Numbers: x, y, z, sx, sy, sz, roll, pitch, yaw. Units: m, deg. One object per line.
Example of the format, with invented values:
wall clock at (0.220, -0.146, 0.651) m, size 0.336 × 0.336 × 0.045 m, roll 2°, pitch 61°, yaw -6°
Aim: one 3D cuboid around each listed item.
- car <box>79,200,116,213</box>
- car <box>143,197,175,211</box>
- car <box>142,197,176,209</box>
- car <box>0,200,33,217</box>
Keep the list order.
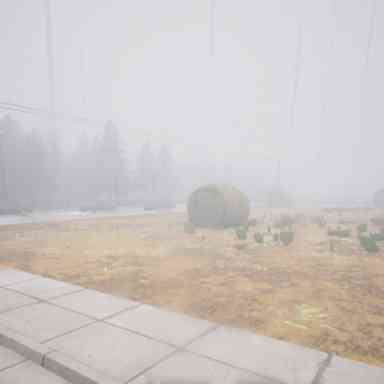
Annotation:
car at (-10.638, 1.576, 37.724) m, size 1.994 × 1.385 × 4.181 m, roll 0°, pitch 0°, yaw 36°
car at (-3.961, 1.578, 40.518) m, size 1.994 × 1.385 × 4.181 m, roll 0°, pitch 0°, yaw 37°
car at (-4.480, 1.517, 46.004) m, size 1.837 × 1.490 × 4.892 m, roll 0°, pitch 0°, yaw 36°
car at (-16.698, 1.504, 29.547) m, size 2.128 × 1.511 × 4.902 m, roll 0°, pitch 0°, yaw 37°
